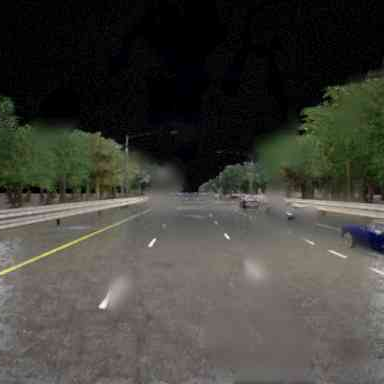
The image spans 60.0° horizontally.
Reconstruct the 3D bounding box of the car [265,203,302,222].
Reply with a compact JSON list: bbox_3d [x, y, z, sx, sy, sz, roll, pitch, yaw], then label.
[{"bbox_3d":[7.007,1.547,25.924,1.994,1.385,4.181,0,0,0],"label":"car"}]

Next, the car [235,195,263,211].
[{"bbox_3d":[7.012,1.467,40.959,2.128,1.511,4.902,0,0,0],"label":"car"}]

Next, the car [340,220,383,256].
[{"bbox_3d":[7.003,1.593,11.513,1.895,1.301,4.718,0,0,0],"label":"car"}]
